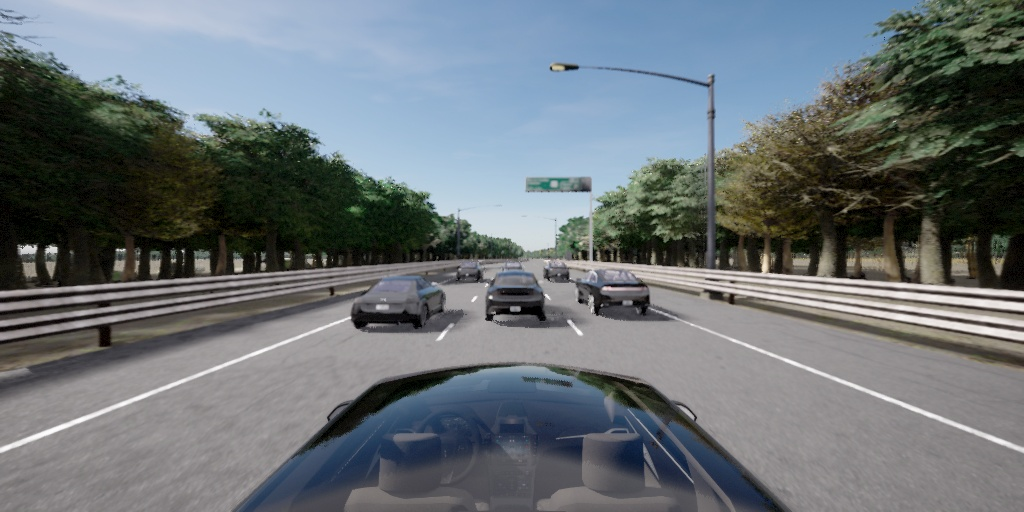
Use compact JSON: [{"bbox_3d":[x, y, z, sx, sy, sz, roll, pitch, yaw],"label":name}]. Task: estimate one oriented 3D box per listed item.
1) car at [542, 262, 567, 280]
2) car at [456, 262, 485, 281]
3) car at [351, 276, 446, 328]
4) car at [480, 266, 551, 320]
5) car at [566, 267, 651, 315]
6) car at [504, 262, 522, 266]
[{"bbox_3d":[3.600,1.250,29.698,2.128,1.511,4.902,0,0,0],"label":"car"},{"bbox_3d":[-3.401,1.250,29.707,2.128,1.511,4.902,0,0,0],"label":"car"},{"bbox_3d":[-3.404,1.314,11.444,1.994,1.385,4.181,0,0,0],"label":"car"},{"bbox_3d":[0.098,1.255,12.560,1.837,1.490,4.892,0,0,0],"label":"car"},{"bbox_3d":[3.599,1.242,13.570,2.128,1.511,4.902,0,0,0],"label":"car"},{"bbox_3d":[0.100,1.250,29.737,2.128,1.511,4.902,0,0,0],"label":"car"}]
